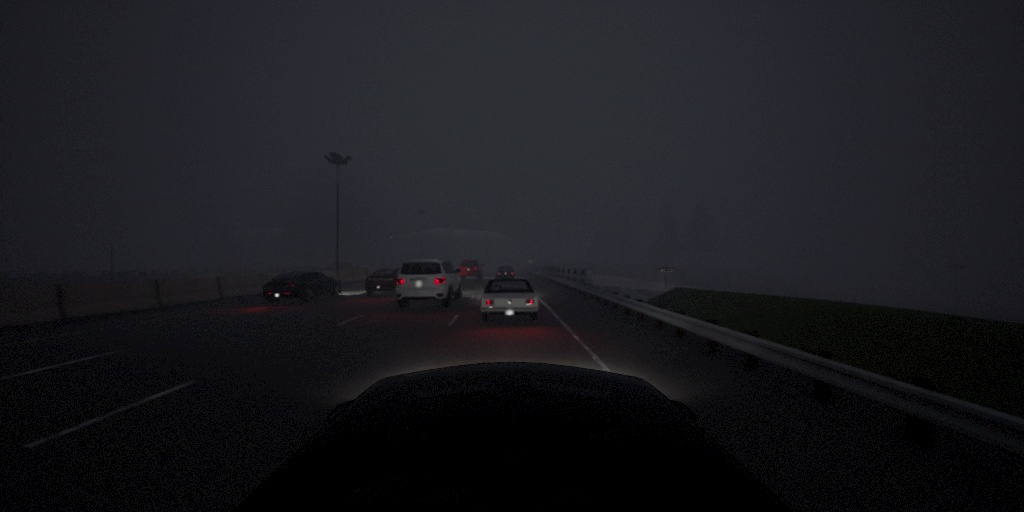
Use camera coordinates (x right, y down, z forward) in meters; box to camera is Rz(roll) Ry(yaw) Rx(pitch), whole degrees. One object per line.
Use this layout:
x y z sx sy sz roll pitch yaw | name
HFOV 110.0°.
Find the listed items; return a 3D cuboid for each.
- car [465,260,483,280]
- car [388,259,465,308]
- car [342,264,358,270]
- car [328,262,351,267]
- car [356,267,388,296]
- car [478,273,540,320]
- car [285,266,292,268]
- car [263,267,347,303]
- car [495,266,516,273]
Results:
-4.176 1.397 36.650 2.150 2.045 5.566 0 0 -1 | car
-3.698 1.167 16.673 2.150 2.045 5.566 0 0 -1 | car
-22.198 2.191 51.649 1.895 1.301 4.718 0 -1 -1 | car
-25.726 1.881 53.393 2.150 2.045 5.566 0 -1 -1 | car
-7.326 1.521 21.923 2.128 1.511 4.902 0 -1 -1 | car
-0.122 1.478 13.278 1.895 1.301 4.718 0 -1 -1 | car
-32.708 2.197 53.368 1.882 1.535 5.008 0 -1 -1 | car
-10.751 1.530 18.722 1.837 1.490 4.892 0 0 -1 | car
-0.632 1.670 35.000 2.033 1.411 5.357 0 -1 -1 | car
